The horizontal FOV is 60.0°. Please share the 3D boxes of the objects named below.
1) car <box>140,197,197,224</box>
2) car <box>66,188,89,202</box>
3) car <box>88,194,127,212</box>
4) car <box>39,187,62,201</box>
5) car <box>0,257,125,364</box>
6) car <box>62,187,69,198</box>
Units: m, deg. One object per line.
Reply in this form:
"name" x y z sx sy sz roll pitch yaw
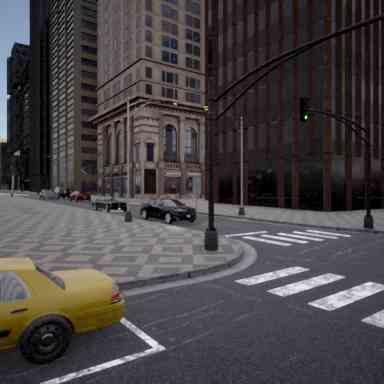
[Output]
"car" -1.661 1.127 21.996 1.882 1.535 5.008 0 1 -36
"car" -16.019 0.573 47.460 1.882 1.535 5.008 0 1 -35
"car" -7.451 1.058 30.084 1.895 1.301 4.718 0 1 -36
"car" -21.511 0.365 49.902 2.097 1.767 4.553 0 1 -36
"car" -3.317 1.525 4.283 4.829 1.417 1.752 0 0 -35
"car" -21.984 0.131 55.718 2.150 2.045 5.566 0 1 -36
